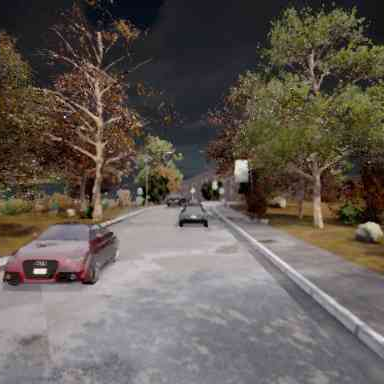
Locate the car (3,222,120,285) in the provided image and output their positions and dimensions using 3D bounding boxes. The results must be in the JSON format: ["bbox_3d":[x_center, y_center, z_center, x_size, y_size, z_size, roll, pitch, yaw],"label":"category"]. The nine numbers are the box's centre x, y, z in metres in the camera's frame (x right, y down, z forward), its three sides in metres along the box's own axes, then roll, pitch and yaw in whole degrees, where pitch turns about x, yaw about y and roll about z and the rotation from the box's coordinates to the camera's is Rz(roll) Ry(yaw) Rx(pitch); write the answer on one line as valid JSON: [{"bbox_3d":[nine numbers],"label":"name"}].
[{"bbox_3d":[-3.350,1.563,9.333,1.994,1.385,4.181,0,0,0],"label":"car"}]

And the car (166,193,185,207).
[{"bbox_3d":[-2.336,1.235,50.356,2.150,2.045,5.566,-1,0,9],"label":"car"}]

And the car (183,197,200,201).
[{"bbox_3d":[0.315,1.558,41.770,1.994,1.385,4.181,0,0,3],"label":"car"}]

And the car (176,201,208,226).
[{"bbox_3d":[0.100,1.563,23.344,1.994,1.385,4.181,0,0,0],"label":"car"}]
